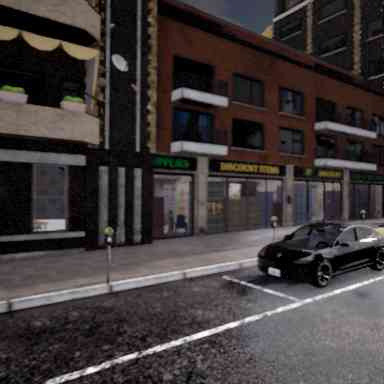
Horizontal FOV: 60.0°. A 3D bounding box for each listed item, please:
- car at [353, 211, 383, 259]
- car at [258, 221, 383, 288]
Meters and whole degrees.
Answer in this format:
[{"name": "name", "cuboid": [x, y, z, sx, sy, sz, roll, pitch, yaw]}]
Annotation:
[{"name": "car", "cuboid": [8.150, 1.471, 12.357, 4.829, 1.417, 1.752, 0, 1, -35]}, {"name": "car", "cuboid": [3.754, 1.533, 9.223, 4.313, 1.339, 1.947, 0, 1, -35]}]
